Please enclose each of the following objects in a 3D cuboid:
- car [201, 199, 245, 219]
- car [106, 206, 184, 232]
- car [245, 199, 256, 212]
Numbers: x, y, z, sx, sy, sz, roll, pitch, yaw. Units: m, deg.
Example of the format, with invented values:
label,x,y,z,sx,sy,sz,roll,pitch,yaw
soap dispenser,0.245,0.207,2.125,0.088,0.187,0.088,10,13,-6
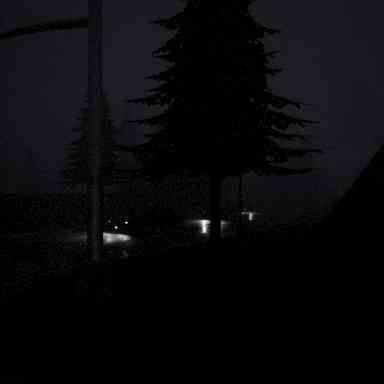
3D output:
label,x,y,z,sx,sy,sz,roll,pitch,yaw
car,2.671,1.547,29.261,2.033,1.411,5.357,0,0,26
car,-2.648,1.547,20.392,2.033,1.411,5.357,0,0,35
car,6.494,1.548,39.179,2.033,1.411,5.357,0,0,16
